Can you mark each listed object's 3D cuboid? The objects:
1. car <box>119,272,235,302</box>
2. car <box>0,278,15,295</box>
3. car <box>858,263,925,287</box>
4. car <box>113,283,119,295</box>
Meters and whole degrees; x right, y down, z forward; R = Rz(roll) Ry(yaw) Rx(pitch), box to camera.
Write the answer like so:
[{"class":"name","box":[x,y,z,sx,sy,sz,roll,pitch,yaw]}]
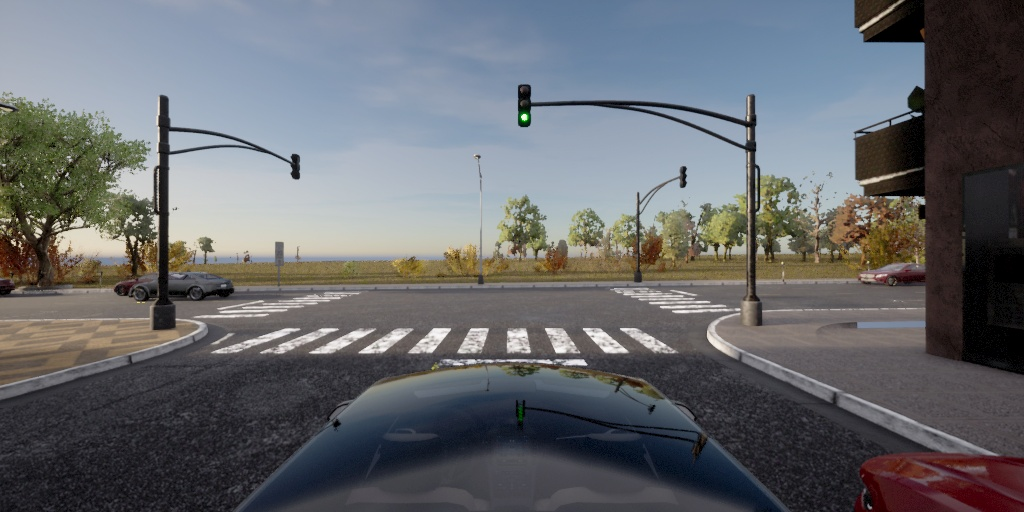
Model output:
[{"class":"car","box":[-16.714,1.508,18.268,4.181,1.385,1.994,-1,0,0]},{"class":"car","box":[-31.636,1.715,20.810,4.207,1.307,1.802,0,0,0]},{"class":"car","box":[22.954,1.064,21.131,4.207,1.307,1.802,0,0,0]},{"class":"car","box":[-20.553,1.582,20.930,4.207,1.307,1.802,0,0,0]}]
